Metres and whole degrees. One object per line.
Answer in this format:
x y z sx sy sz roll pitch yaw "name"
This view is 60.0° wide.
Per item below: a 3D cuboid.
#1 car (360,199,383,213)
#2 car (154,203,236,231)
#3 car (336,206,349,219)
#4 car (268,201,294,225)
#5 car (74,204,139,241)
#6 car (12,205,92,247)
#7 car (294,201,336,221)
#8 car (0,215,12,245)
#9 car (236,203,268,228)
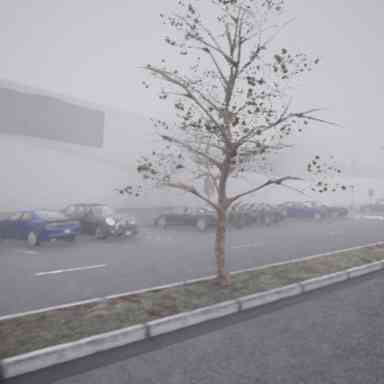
22.725 1.705 39.433 5.008 1.535 2.097 0 -1 30 "car"
-0.151 1.518 20.553 4.892 1.521 2.231 -1 0 32 "car"
11.305 1.555 29.906 5.008 1.535 2.097 -1 -1 30 "car"
4.475 1.526 24.239 4.892 1.521 2.231 -1 0 31 "car"
-4.867 1.389 16.985 4.553 1.767 2.185 -1 -1 34 "car"
-7.205 1.514 15.196 5.008 1.535 2.097 -1 0 34 "car"
9.030 1.542 28.010 5.008 1.535 2.097 -1 -1 31 "car"
-9.591 1.556 13.462 4.674 1.452 2.002 -1 -1 35 "car"
2.168 1.521 22.385 4.892 1.521 2.231 -1 0 32 "car"
